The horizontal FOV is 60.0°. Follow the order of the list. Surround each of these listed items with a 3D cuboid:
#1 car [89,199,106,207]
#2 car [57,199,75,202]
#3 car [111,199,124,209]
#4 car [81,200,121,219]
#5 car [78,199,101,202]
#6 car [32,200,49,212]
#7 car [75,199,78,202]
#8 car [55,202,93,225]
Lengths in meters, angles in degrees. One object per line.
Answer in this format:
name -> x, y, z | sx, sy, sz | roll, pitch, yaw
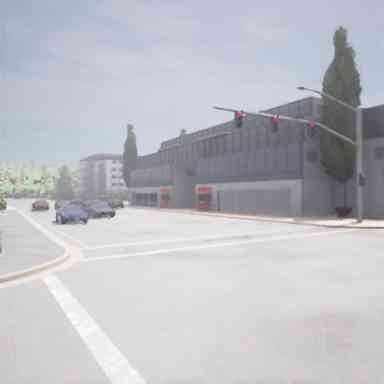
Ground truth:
car -> -17.209, 2.013, 60.627 | 1.994, 1.385, 4.181 | 0, 0, -30
car -> -20.092, 1.980, 51.619 | 2.033, 1.411, 5.357 | 0, 0, -30
car -> -12.059, 1.851, 51.821 | 2.128, 1.511, 4.902 | 0, 0, -30
car -> -8.929, 1.785, 32.102 | 2.033, 1.411, 5.357 | 0, 0, -30
car -> -15.138, 1.872, 50.152 | 2.128, 1.511, 4.902 | 0, 0, -30
car -> -20.967, 1.892, 46.055 | 1.882, 1.535, 5.008 | 0, 0, -30
car -> -20.239, 1.973, 58.875 | 1.837, 1.490, 4.892 | 0, 0, -30
car -> -9.495, 1.740, 26.136 | 1.812, 1.442, 4.674 | 0, 0, -30
